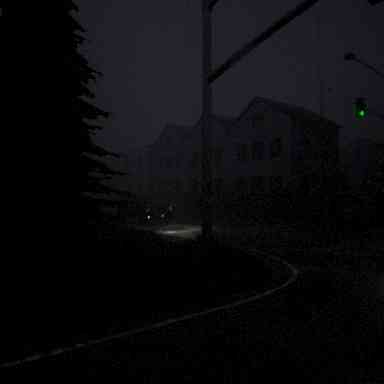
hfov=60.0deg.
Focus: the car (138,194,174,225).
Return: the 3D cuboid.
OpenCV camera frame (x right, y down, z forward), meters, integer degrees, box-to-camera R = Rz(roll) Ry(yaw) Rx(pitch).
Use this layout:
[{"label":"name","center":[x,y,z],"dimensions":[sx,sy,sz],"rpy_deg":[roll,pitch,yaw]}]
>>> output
[{"label":"car","center":[-3.520,1.199,24.207],"dimensions":[2.150,2.045,5.566],"rpy_deg":[0,0,-35]}]
